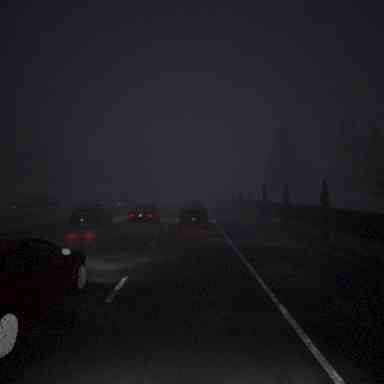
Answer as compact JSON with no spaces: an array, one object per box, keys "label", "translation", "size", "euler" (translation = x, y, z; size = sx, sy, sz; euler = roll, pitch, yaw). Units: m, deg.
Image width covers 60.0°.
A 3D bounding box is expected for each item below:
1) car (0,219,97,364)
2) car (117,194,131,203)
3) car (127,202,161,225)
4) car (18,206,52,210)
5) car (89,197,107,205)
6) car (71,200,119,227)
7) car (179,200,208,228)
[{"label":"car","translation":[-3.401,1.493,5.863],"size":[1.882,1.535,5.008],"euler":[0,0,0]},{"label":"car","translation":[-14.745,1.361,72.655],"size":[2.150,2.045,5.566],"euler":[0,0,-1]},{"label":"car","translation":[-3.405,1.612,24.506],"size":[2.033,1.411,5.357],"euler":[0,0,0]},{"label":"car","translation":[-14.103,1.303,30.335],"size":[2.150,2.045,5.566],"euler":[0,0,0]},{"label":"car","translation":[-18.046,1.710,64.122],"size":[2.033,1.411,5.357],"euler":[0,0,-1]},{"label":"car","translation":[-6.904,1.553,23.354],"size":[2.128,1.511,4.902],"euler":[0,0,0]},{"label":"car","translation":[0.096,1.538,23.051],"size":[1.882,1.535,5.008],"euler":[0,0,0]}]
